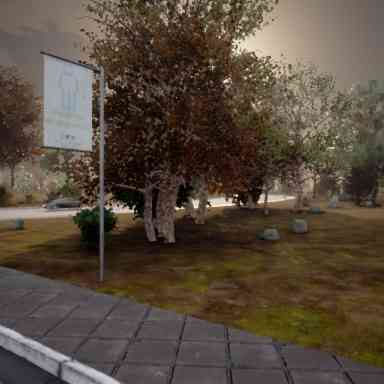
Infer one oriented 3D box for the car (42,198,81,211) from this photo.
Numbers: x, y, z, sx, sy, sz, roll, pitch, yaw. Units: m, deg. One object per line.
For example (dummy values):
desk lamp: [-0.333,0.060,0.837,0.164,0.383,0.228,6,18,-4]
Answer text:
car: [-15.874,1.480,40.913,2.128,1.511,4.902,0,0,38]
